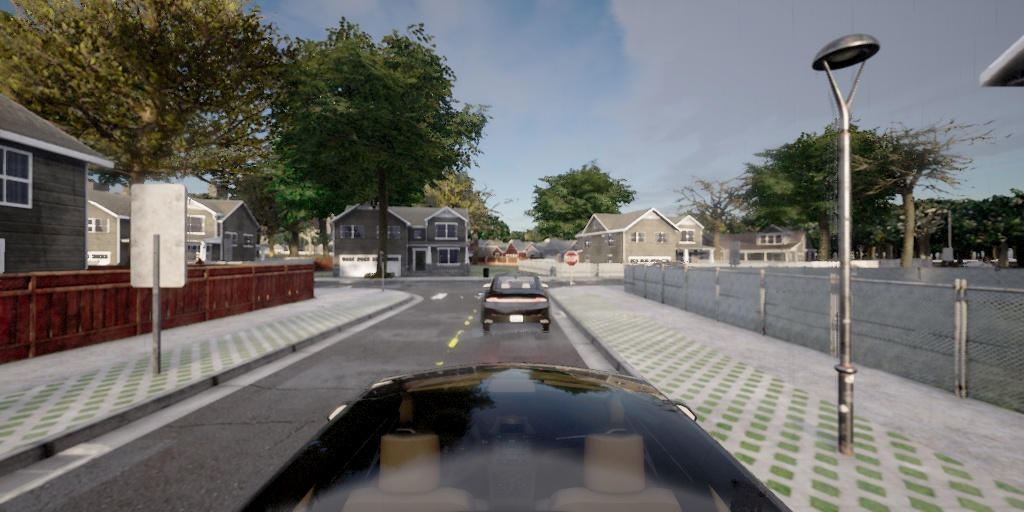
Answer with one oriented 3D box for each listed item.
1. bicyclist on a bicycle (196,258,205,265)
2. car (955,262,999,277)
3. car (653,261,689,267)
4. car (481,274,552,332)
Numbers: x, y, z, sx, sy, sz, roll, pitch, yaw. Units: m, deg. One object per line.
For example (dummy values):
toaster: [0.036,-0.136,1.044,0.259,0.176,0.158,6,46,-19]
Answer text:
bicyclist on a bicycle: [-22.299,0.980,25.691,0.582,1.620,1.656,0,0,-12]
car: [48.484,1.392,37.312,5.008,1.535,1.882,0,0,-20]
car: [12.383,1.259,26.858,4.553,1.767,2.097,0,0,-12]
car: [0.118,1.281,10.968,2.128,1.511,4.902,0,0,0]
